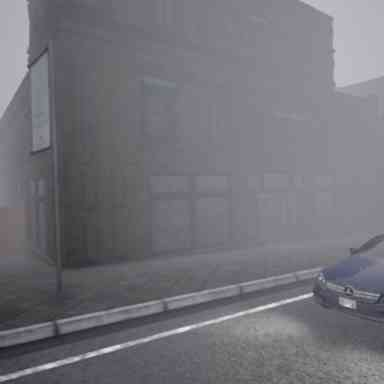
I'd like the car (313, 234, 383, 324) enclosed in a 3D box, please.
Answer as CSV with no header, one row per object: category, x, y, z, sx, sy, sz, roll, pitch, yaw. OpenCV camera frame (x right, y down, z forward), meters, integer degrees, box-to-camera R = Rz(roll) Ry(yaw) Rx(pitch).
car,4.477,1.597,6.850,4.674,1.442,1.812,1,0,-35
